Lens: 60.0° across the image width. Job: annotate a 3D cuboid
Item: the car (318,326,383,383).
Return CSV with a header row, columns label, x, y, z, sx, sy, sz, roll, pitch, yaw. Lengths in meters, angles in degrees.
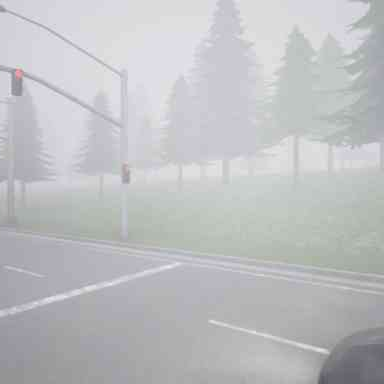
label,x,y,z,sx,sy,sz,roll,pitch,yaw
car,3.200,1.501,1.704,4.892,1.490,1.837,-1,0,36
